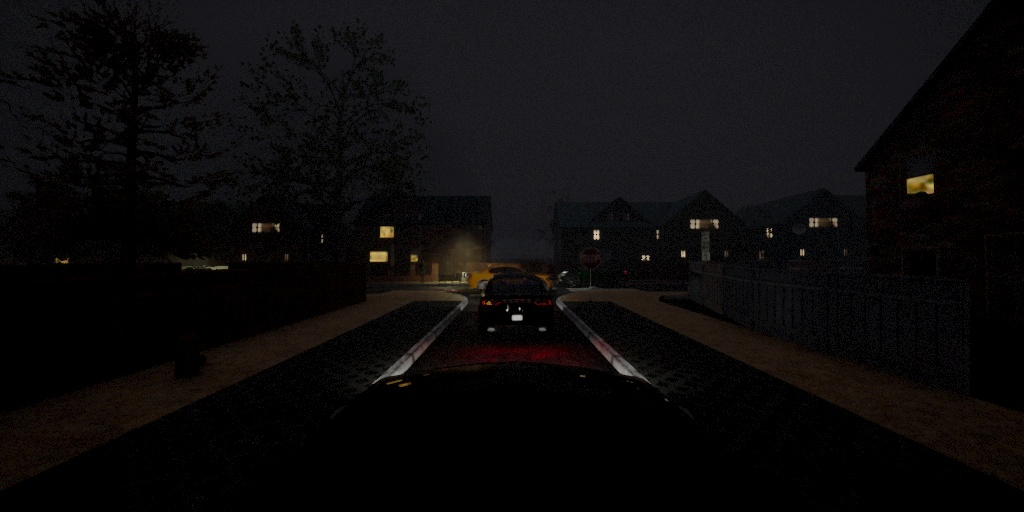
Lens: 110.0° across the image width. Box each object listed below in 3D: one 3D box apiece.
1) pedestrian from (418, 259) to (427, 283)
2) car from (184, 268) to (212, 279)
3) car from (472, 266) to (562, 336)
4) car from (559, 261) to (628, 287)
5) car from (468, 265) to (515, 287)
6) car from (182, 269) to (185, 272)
[{"bbox_3d":[-6.731,1.112,26.914,0.375,1.860,0.375,0,-1,1],"label":"pedestrian"},{"bbox_3d":[-16.232,1.487,21.161,4.181,1.385,1.994,-1,-1,1],"label":"car"},{"bbox_3d":[0.065,1.230,10.490,1.882,1.535,5.008,0,0,-1],"label":"car"},{"bbox_3d":[5.237,1.138,23.852,4.553,1.767,2.097,-1,-1,1],"label":"car"},{"bbox_3d":[-0.073,1.260,20.957,5.008,1.535,1.882,-1,-1,1],"label":"car"},{"bbox_3d":[-21.962,1.565,24.181,4.892,1.490,1.837,-1,-1,1],"label":"car"}]
